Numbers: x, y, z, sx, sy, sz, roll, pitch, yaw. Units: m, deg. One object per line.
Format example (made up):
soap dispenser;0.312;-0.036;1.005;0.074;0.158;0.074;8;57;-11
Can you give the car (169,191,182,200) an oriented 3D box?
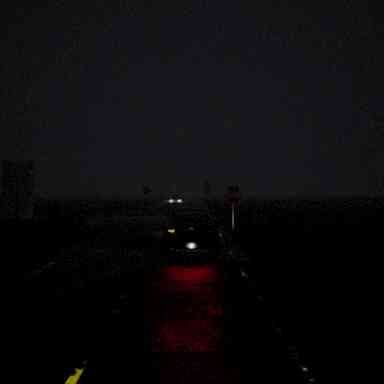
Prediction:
car;-3.049;0.553;61.573;2.097;1.767;4.553;0;1;0

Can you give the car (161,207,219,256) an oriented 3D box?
car;-0.089;1.332;12.429;1.837;1.490;4.892;0;1;-2
